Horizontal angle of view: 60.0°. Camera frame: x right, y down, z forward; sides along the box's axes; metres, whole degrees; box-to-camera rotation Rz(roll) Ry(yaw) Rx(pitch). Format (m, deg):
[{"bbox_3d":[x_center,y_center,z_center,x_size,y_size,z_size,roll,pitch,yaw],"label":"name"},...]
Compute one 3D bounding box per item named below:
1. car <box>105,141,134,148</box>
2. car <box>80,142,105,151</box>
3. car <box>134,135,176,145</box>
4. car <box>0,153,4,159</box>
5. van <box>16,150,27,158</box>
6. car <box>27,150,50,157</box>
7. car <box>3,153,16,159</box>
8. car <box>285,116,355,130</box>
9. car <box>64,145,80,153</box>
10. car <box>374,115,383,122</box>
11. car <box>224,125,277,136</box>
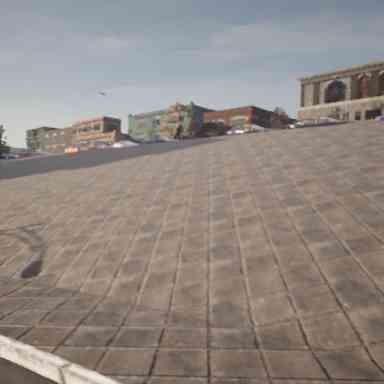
[{"bbox_3d":[-7.318,-5.020,37.538,4.674,1.452,2.002,2,2,43],"label":"car"},{"bbox_3d":[-11.477,-5.362,41.389,4.553,1.767,2.185,2,2,43],"label":"car"},{"bbox_3d":[-3.286,-5.015,33.804,4.553,1.767,2.185,2,2,43],"label":"car"},{"bbox_3d":[-35.727,-6.426,63.844,5.566,2.045,2.435,2,1,43],"label":"car"},{"bbox_3d":[-27.563,-6.105,56.284,4.442,1.987,1.878,2,1,43],"label":"van"},{"bbox_3d":[-23.609,-5.727,52.622,4.892,1.521,2.231,2,2,43],"label":"car"},{"bbox_3d":[-31.707,-5.992,60.122,4.674,1.452,2.002,2,1,43],"label":"car"},{"bbox_3d":[8.789,-4.359,22.634,4.892,1.521,2.231,3,2,43],"label":"car"},{"bbox_3d":[-15.526,-5.530,45.139,4.553,1.767,2.185,2,2,43],"label":"car"},{"bbox_3d":[12.932,-4.115,18.951,4.674,1.452,2.002,3,2,42],"label":"car"},{"bbox_3d":[4.736,-4.545,26.376,4.892,1.521,2.231,2,2,43],"label":"car"}]
